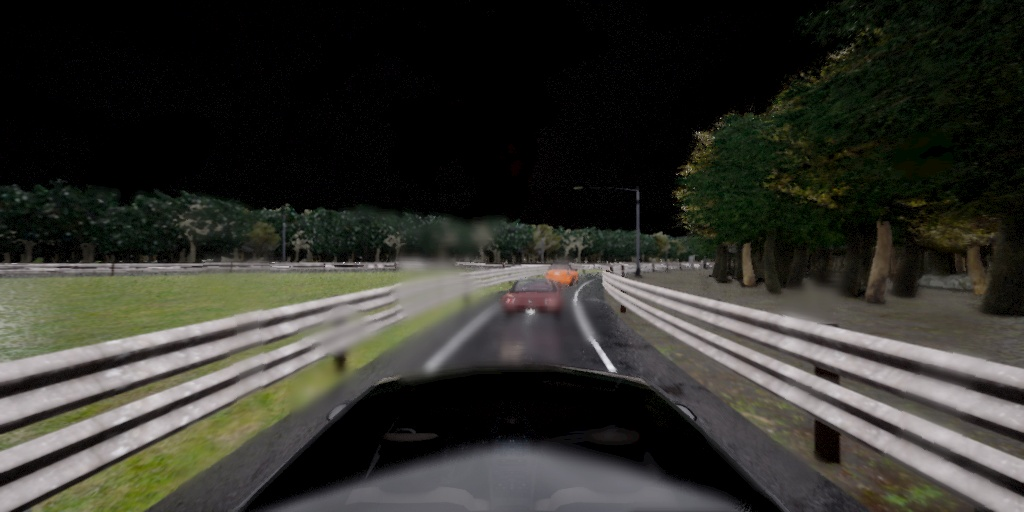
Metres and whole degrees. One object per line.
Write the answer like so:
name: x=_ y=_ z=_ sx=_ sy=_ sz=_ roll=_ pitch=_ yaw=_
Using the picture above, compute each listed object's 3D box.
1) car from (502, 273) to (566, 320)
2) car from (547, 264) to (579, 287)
car: x=0.928 y=1.480 z=13.291 sx=1.895 sy=1.301 sz=4.718 roll=0 pitch=-1 yaw=8
car: x=4.017 y=1.403 z=28.265 sx=2.097 sy=1.767 sz=4.553 roll=0 pitch=-1 yaw=17
